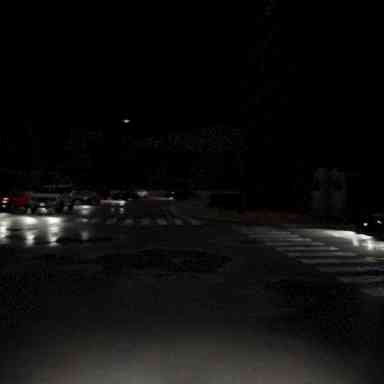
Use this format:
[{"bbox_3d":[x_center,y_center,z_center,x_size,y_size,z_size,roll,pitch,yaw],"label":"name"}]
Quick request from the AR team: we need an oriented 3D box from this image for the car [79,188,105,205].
[{"bbox_3d":[-11.187,0.568,35.423,1.812,1.442,4.674,1,1,4],"label":"car"}]

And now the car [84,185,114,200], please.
[{"bbox_3d":[-13.201,0.046,44.504,2.150,2.045,5.566,2,1,18],"label":"car"}]

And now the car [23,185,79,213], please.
[{"bbox_3d":[-10.701,0.460,25.798,2.150,2.045,5.566,1,1,-7],"label":"car"}]

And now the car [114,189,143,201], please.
[{"bbox_3d":[-9.055,0.417,45.593,1.812,1.442,4.674,2,1,23],"label":"car"}]

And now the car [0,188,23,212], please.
[{"bbox_3d":[-14.120,0.527,25.339,2.097,1.767,4.553,1,1,-5],"label":"car"}]

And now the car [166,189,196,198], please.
[{"bbox_3d":[-1.953,0.282,61.441,5.357,1.411,2.033,0,1,-41],"label":"car"}]

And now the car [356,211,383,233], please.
[{"bbox_3d":[10.688,1.480,16.939,4.181,1.385,1.994,1,1,-7],"label":"car"}]

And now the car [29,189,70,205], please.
[{"bbox_3d":[-14.670,0.464,34.545,1.882,1.535,5.008,1,1,2],"label":"car"}]

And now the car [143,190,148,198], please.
[{"bbox_3d":[-9.018,0.258,53.841,1.812,1.442,4.674,2,1,35],"label":"car"}]

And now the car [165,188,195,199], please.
[{"bbox_3d":[-2.336,0.185,56.032,4.553,1.767,2.097,0,1,-44],"label":"car"}]
